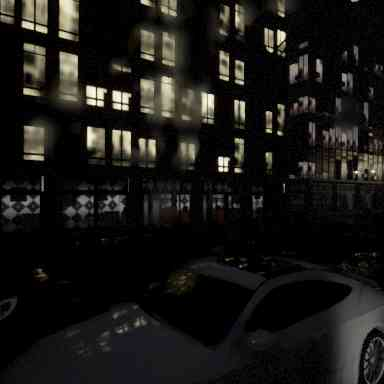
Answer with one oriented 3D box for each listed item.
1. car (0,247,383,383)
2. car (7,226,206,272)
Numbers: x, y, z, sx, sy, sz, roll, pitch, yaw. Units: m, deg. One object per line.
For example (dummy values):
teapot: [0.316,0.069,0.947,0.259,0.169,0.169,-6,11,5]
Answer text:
car: [0.502,1.528,3.734,4.674,1.442,1.812,0,0,-35]
car: [-1.368,1.442,5.578,4.097,1.590,1.967,0,0,-35]
